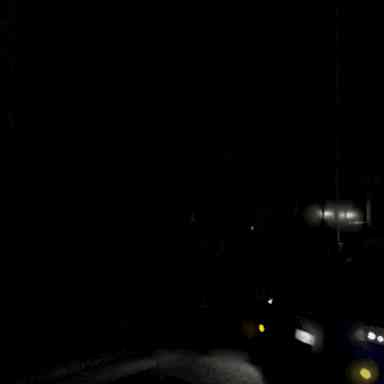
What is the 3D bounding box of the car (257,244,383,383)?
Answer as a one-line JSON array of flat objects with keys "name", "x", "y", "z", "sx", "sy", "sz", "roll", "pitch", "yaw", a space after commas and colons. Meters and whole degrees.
[{"name": "car", "x": 2.981, "y": 1.576, "z": 5.192, "sx": 4.181, "sy": 1.385, "sz": 1.994, "roll": 0, "pitch": 0, "yaw": -36}]
